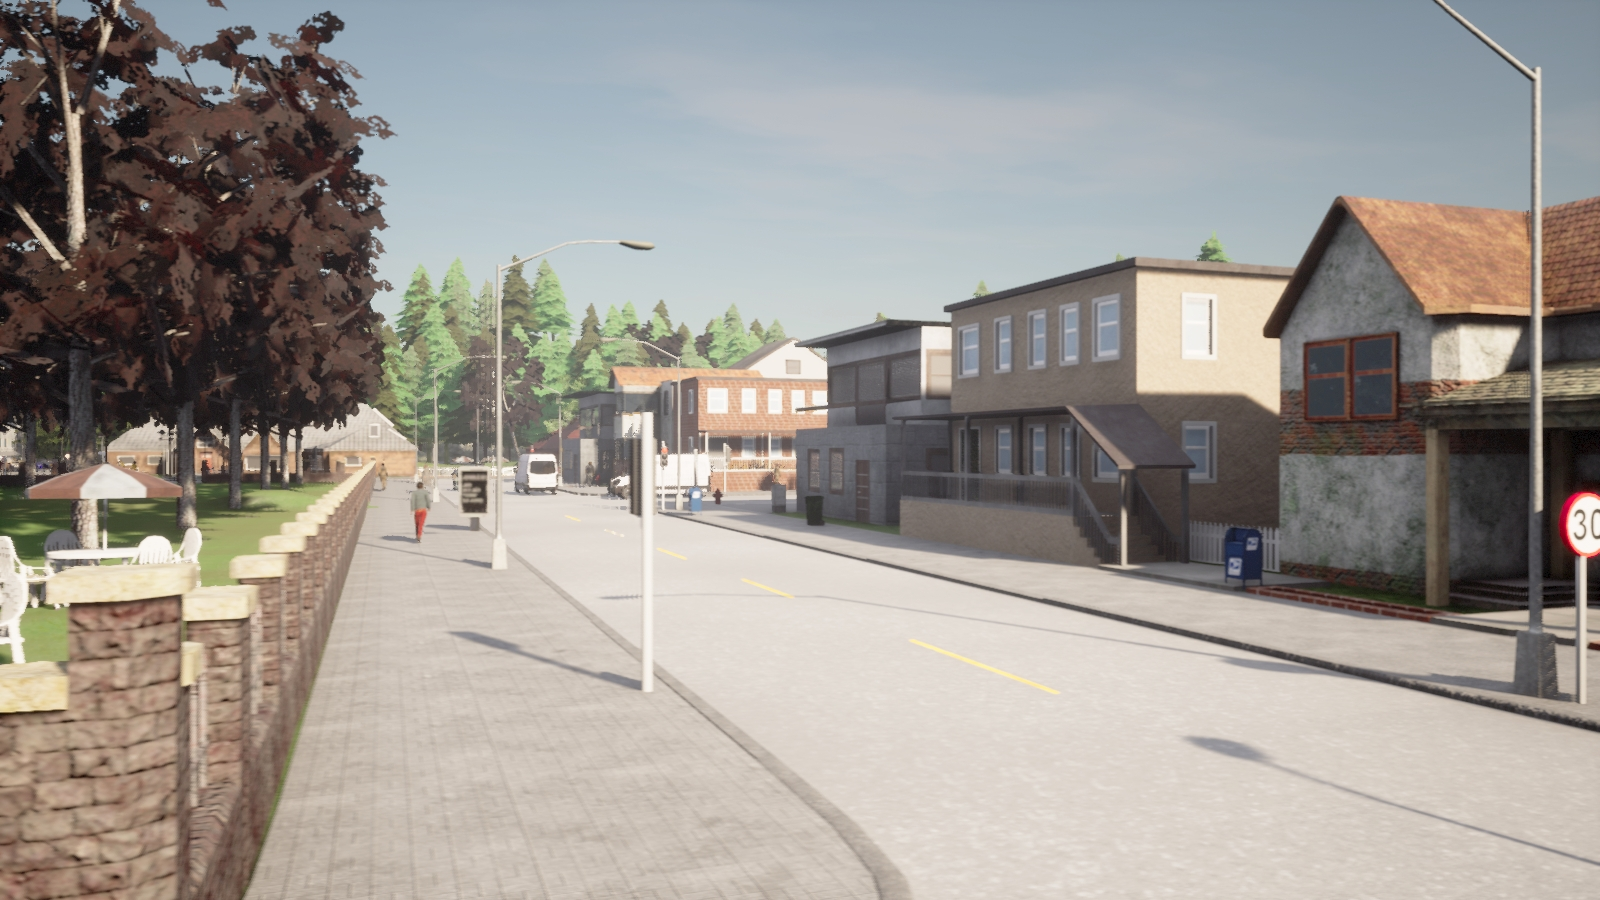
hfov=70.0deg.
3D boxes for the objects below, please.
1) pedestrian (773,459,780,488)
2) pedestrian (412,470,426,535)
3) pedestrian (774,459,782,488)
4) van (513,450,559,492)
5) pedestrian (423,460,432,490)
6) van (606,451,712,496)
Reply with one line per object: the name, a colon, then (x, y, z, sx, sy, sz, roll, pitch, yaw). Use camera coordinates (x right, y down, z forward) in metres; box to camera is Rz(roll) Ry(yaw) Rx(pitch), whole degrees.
pedestrian: (-1.540, 1.517, 74.504, 0.375, 1.860, 0.375, 0, 0, 22)
pedestrian: (-11.079, 1.525, 33.240, 0.375, 1.860, 0.375, 0, 0, -18)
pedestrian: (-1.411, 1.519, 73.881, 0.375, 1.860, 0.375, 0, 0, -29)
van: (-17.052, 1.314, 73.565, 1.988, 2.561, 5.915, 0, 0, -22)
pedestrian: (-22.882, 1.525, 70.145, 0.375, 1.860, 0.375, 0, 0, 22)
van: (-8.220, 1.314, 66.629, 5.915, 2.561, 1.988, 0, 0, -17)
